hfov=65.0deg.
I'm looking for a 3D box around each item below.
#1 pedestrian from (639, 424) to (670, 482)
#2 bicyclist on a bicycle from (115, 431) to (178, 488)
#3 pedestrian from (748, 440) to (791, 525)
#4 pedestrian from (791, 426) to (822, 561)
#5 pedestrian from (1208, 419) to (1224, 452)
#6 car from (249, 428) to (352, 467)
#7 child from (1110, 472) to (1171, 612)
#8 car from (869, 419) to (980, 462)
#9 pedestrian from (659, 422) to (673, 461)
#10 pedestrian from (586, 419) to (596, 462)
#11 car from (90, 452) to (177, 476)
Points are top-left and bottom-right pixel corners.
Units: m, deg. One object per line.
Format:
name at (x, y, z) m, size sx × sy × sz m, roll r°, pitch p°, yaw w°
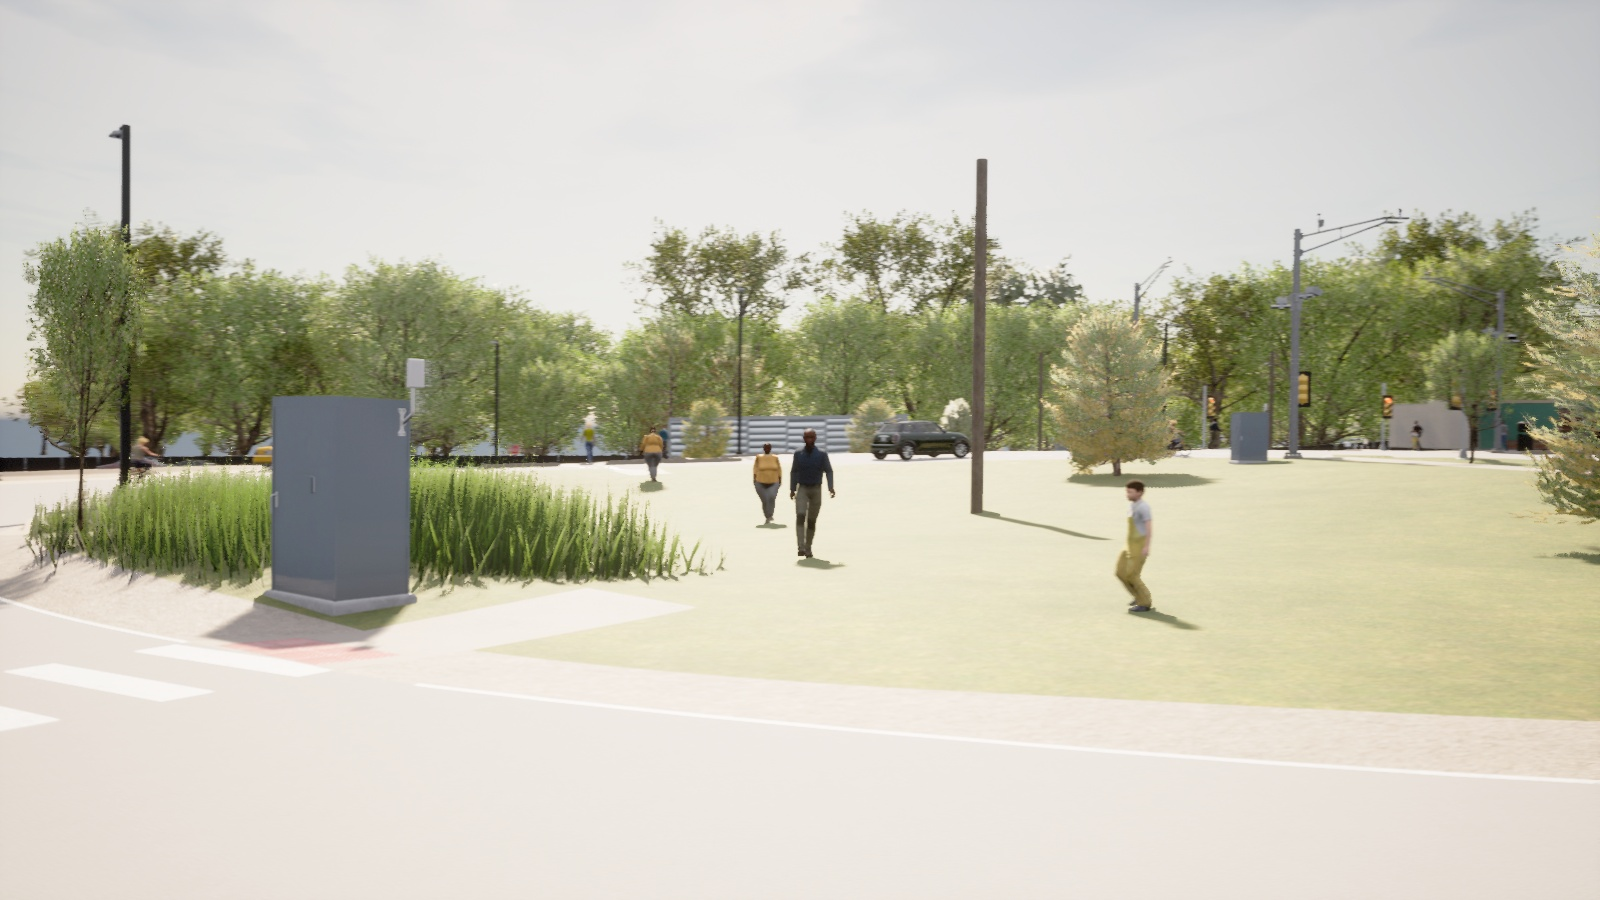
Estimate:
pedestrian at (-4.747, 0.094, 40.901) m, size 0.874 × 1.855 × 0.900 m, roll 1°, pitch 1°, yaw -14°
bicyclist on a bicycle at (-19.792, 0.266, 38.068) m, size 0.866 × 1.612 × 1.509 m, roll 3°, pitch 2°, yaw 15°
pedestrian at (-0.688, 0.713, 28.034) m, size 0.874 × 1.855 × 0.900 m, roll 1°, pitch 1°, yaw -4°
pedestrian at (0.094, 0.587, 17.439) m, size 0.370 × 1.835 × 0.726 m, roll 1°, pitch 1°, yaw 2°
pedestrian at (23.683, -0.817, 71.415) m, size 0.726 × 1.835 × 0.370 m, roll 1°, pitch 1°, yaw -5°
car at (-21.194, -0.079, 53.537) m, size 1.801 × 1.575 × 5.366 m, roll 0°, pitch 0°, yaw 6°
child at (3.142, 0.844, 11.604) m, size 0.437 × 1.263 × 0.270 m, roll 1°, pitch 1°, yaw -10°
car at (5.463, -0.450, 54.982) m, size 4.553 × 1.767 × 2.097 m, roll -2°, pitch 2°, yaw -33°
pedestrian at (-6.634, -0.433, 62.222) m, size 0.396 × 1.930 × 0.692 m, roll 2°, pitch 1°, yaw 22°
pedestrian at (-9.060, -0.412, 54.421) m, size 0.354 × 1.836 × 0.706 m, roll 1°, pitch 1°, yaw -8°
car at (-40.210, 0.826, 75.818) m, size 4.181 × 1.385 × 1.994 m, roll 0°, pitch 1°, yaw -4°
